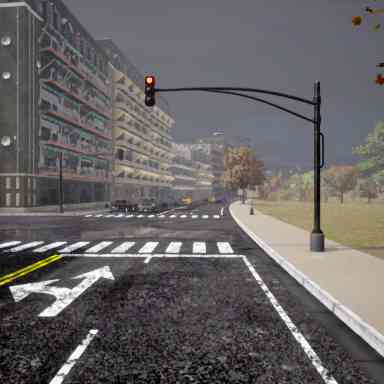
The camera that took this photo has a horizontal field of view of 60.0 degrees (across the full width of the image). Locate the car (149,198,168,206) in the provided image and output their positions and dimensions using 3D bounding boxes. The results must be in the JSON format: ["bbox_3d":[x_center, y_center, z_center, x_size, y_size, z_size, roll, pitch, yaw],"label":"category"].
[{"bbox_3d":[-5.738,1.719,58.147,2.033,1.411,5.357,0,0,8],"label":"car"}]

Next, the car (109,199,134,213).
[{"bbox_3d":[-8.037,1.586,38.379,1.837,1.490,4.892,0,0,5],"label":"car"}]

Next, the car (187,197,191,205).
[{"bbox_3d":[-1.358,1.691,65.569,1.882,1.535,5.008,0,0,9],"label":"car"}]

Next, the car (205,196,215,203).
[{"bbox_3d":[4.335,1.730,79.323,1.882,1.535,5.008,0,0,12],"label":"car"}]

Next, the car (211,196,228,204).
[{"bbox_3d":[5.722,1.783,68.634,2.033,1.411,5.357,0,0,9],"label":"car"}]

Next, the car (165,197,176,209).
[{"bbox_3d":[-3.892,1.722,47.101,1.895,1.301,4.718,0,0,7],"label":"car"}]

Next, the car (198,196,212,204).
[{"bbox_3d":[2.509,1.728,69.124,2.128,1.511,4.902,0,0,9],"label":"car"}]

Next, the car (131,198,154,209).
[{"bbox_3d":[-7.045,1.672,48.075,2.033,1.411,5.357,0,0,6],"label":"car"}]

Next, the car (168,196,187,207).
[{"bbox_3d":[-2.670,1.713,56.674,2.033,1.411,5.357,0,0,8],"label":"car"}]

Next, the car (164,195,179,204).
[{"bbox_3d":[-4.211,1.579,68.281,2.097,1.767,4.553,0,0,9],"label":"car"}]

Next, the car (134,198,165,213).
[{"bbox_3d":[-4.793,1.433,38.154,2.097,1.767,4.553,0,0,5],"label":"car"}]
